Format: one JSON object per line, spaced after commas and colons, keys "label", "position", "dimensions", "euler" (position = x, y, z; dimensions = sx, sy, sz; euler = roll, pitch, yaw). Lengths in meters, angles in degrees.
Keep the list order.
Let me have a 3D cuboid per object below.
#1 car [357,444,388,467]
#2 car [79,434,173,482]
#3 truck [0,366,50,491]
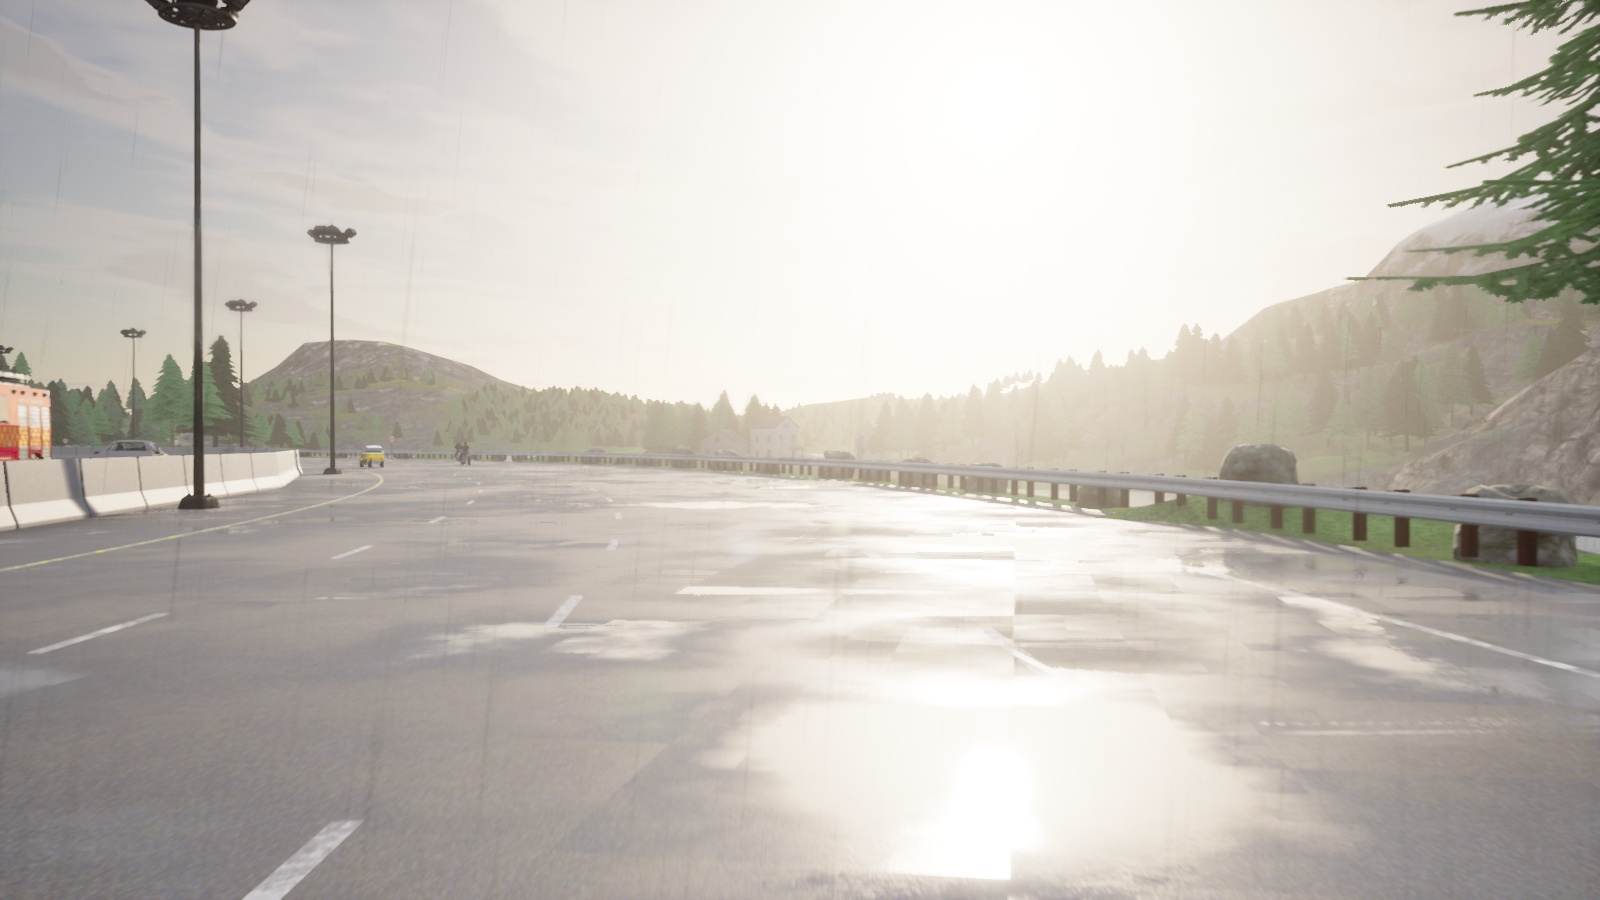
{"label": "car", "position": [-26.247, 0.350, 77.100], "dimensions": [1.481, 1.376, 2.207], "euler": [0, 1, -28]}
{"label": "car", "position": [-24.567, 0.250, 45.992], "dimensions": [2.152, 1.651, 5.027], "euler": [0, 0, -18]}
{"label": "truck", "position": [-26.057, -0.653, 38.662], "dimensions": [2.891, 3.827, 8.468], "euler": [0, 0, -15]}
